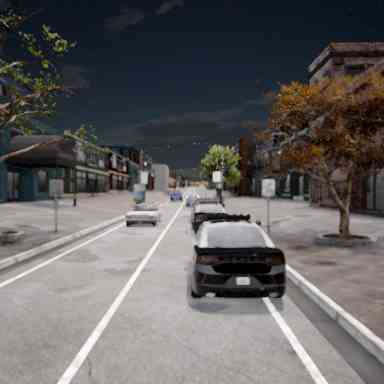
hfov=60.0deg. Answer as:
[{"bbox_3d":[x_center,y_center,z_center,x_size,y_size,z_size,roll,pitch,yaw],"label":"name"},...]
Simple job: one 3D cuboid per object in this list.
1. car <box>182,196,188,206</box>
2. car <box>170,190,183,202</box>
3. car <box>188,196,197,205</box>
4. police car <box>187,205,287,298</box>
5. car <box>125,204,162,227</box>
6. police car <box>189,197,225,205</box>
[{"bbox_3d":[0.117,1.223,45.995,2.033,1.411,5.357,0,0,0],"label":"car"},{"bbox_3d":[-2.903,0.699,61.955,2.150,2.045,5.566,0,1,1],"label":"car"},{"bbox_3d":[0.954,1.183,24.385,2.097,1.767,4.553,0,0,0],"label":"car"},{"bbox_3d":[0.918,1.365,8.526,1.930,1.638,5.238,0,0,0],"label":"police car"},{"bbox_3d":[-3.052,1.452,21.634,1.895,1.301,4.718,0,0,0],"label":"car"},{"bbox_3d":[0.941,1.297,18.526,1.930,1.638,5.238,0,0,0],"label":"police car"}]
